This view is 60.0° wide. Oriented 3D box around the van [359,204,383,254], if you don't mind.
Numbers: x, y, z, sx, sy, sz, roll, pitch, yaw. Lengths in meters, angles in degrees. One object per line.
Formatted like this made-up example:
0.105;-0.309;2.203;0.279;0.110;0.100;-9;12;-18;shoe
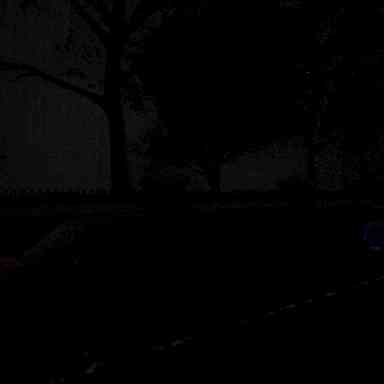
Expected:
7.714;1.318;12.098;3.998;1.788;1.690;0;0;-36;van

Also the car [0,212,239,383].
-1.439;1.311;5.540;5.009;1.841;2.192;0;0;-36;car
